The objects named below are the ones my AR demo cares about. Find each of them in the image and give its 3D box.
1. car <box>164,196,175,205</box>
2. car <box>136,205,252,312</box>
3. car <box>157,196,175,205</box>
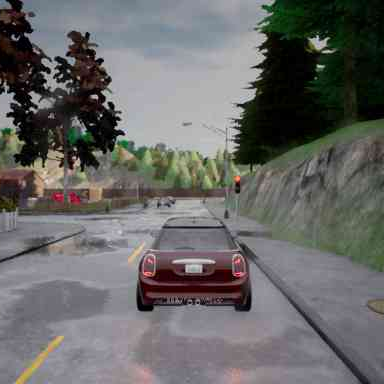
[{"bbox_3d":[-4.055,1.525,60.416,1.812,1.442,4.674,0,0,0],"label":"car"},{"bbox_3d":[0.055,1.352,7.899,2.097,1.767,4.553,0,0,1],"label":"car"},{"bbox_3d":[-4.086,1.491,49.068,2.128,1.511,4.902,0,0,0],"label":"car"}]
